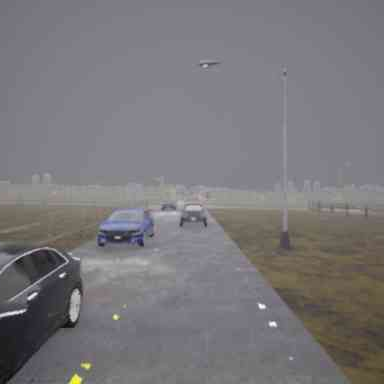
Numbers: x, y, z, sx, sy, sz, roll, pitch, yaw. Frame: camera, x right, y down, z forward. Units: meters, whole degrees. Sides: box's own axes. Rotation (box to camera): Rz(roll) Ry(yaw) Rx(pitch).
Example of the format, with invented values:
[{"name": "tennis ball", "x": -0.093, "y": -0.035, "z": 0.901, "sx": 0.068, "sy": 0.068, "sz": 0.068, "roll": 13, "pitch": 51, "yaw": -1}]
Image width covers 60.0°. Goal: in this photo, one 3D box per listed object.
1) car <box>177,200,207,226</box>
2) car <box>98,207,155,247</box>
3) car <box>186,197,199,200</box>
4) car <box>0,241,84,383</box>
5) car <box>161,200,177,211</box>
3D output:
[{"name": "car", "x": 0.101, "y": 1.528, "z": 23.342, "sx": 1.812, "sy": 1.442, "sz": 4.674, "roll": 0, "pitch": 0, "yaw": 0}, {"name": "car", "x": -2.830, "y": 1.476, "z": 15.199, "sx": 1.882, "sy": 1.535, "sz": 5.008, "roll": 0, "pitch": 0, "yaw": 0}, {"name": "car", "x": 0.070, "y": 1.371, "z": 36.415, "sx": 2.097, "sy": 1.767, "sz": 4.553, "roll": 0, "pitch": 0, "yaw": 0}, {"name": "car", "x": -2.848, "y": 1.503, "z": 4.182, "sx": 1.837, "sy": 1.490, "sz": 4.892, "roll": 0, "pitch": 0, "yaw": 0}, {"name": "car", "x": -2.756, "y": 1.631, "z": 41.331, "sx": 1.895, "sy": 1.301, "sz": 4.718, "roll": 0, "pitch": 0, "yaw": 0}]
